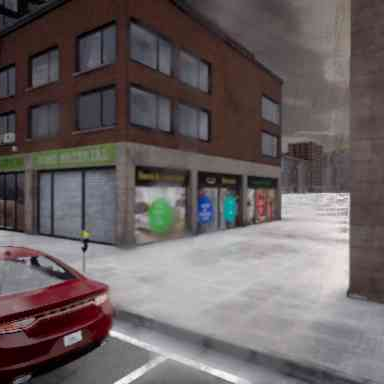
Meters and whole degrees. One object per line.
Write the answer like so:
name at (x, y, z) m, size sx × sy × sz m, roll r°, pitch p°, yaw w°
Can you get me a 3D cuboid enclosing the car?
car at (-3.163, 1.507, 5.065) m, size 4.507 × 1.381 × 1.887 m, roll 0°, pitch 0°, yaw 35°
